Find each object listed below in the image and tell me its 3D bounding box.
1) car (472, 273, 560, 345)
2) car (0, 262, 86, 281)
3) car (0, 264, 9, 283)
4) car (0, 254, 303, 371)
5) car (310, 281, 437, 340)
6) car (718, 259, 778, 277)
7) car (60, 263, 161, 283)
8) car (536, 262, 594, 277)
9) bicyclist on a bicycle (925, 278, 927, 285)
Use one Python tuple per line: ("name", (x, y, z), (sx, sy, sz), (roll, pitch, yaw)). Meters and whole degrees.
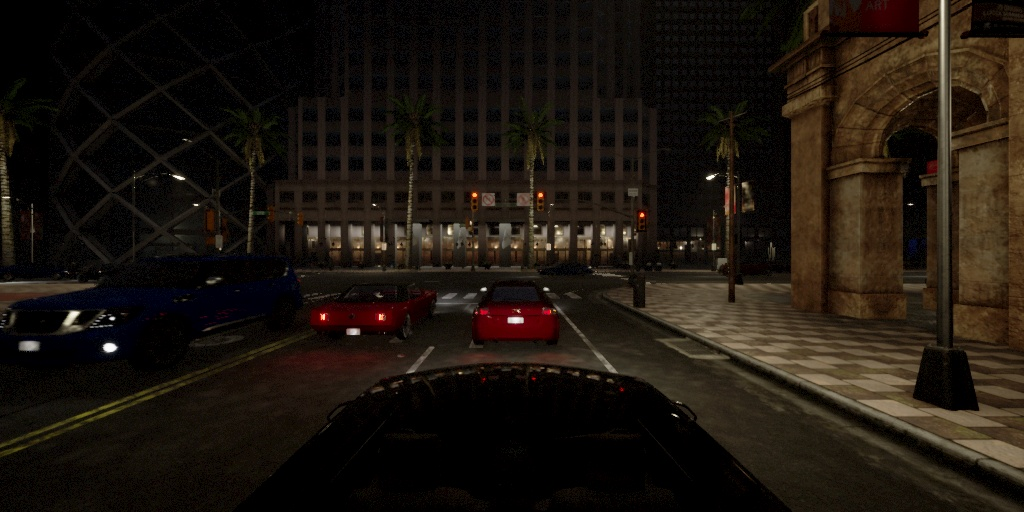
("car", (0.082, 1.314, 9.513), (1.994, 1.385, 4.181), (0, 0, 0))
("car", (-39.058, 1.276, 29.676), (4.674, 1.442, 1.812), (0, 0, -19))
("car", (-39.965, 1.314, 25.637), (4.181, 1.385, 1.994), (0, 0, -23))
("car", (-7.099, 0.971, 8.037), (2.150, 2.045, 5.566), (0, 0, 0))
("car", (-3.417, 1.351, 9.976), (1.895, 1.301, 4.718), (0, 0, 0))
("car", (22.737, 1.102, 35.090), (4.553, 1.767, 2.097), (0, 0, 0))
("car", (-30.992, 1.297, 27.824), (5.357, 1.411, 2.033), (0, 0, -3))
("car", (5.100, 1.298, 34.665), (5.357, 1.411, 2.033), (0, 0, -9))
("bicyclist on a bicycle", (24.677, 1.051, 20.602), (0.582, 1.620, 1.656), (0, 0, 0))
